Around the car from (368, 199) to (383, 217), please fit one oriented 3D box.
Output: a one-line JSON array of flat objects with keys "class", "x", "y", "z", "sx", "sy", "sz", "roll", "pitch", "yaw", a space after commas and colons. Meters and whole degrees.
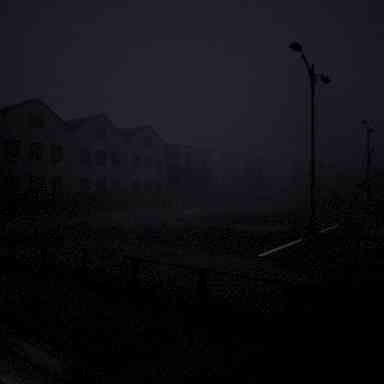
[{"class": "car", "x": 15.481, "y": 1.296, "z": 26.779, "sx": 2.007, "sy": 1.523, "sz": 4.514, "roll": 0, "pitch": 0, "yaw": 35}]
